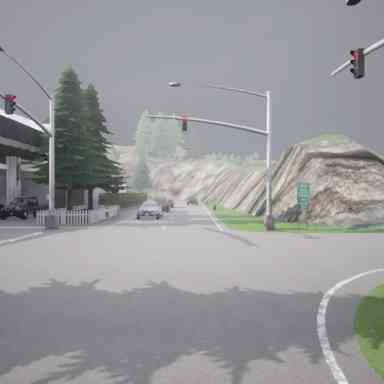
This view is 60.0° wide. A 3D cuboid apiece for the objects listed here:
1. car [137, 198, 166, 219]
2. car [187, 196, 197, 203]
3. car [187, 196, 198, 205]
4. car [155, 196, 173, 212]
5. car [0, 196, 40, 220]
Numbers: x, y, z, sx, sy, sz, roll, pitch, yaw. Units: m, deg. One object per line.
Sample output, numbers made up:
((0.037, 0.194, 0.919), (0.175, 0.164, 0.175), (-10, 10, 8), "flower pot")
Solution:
((-3.608, 1.526, 28.933), (1.812, 1.442, 4.674), (0, 0, 0), "car")
((-0.042, 1.526, 69.533), (1.812, 1.442, 4.674), (0, 0, -2), "car")
((0.077, 1.547, 59.284), (2.033, 1.411, 5.357), (0, 0, 0), "car")
((-3.608, 1.352, 37.890), (2.097, 1.767, 4.553), (0, 0, 0), "car")
((-14.540, 1.313, 28.453), (1.905, 1.878, 3.866), (0, 0, -1), "car")
